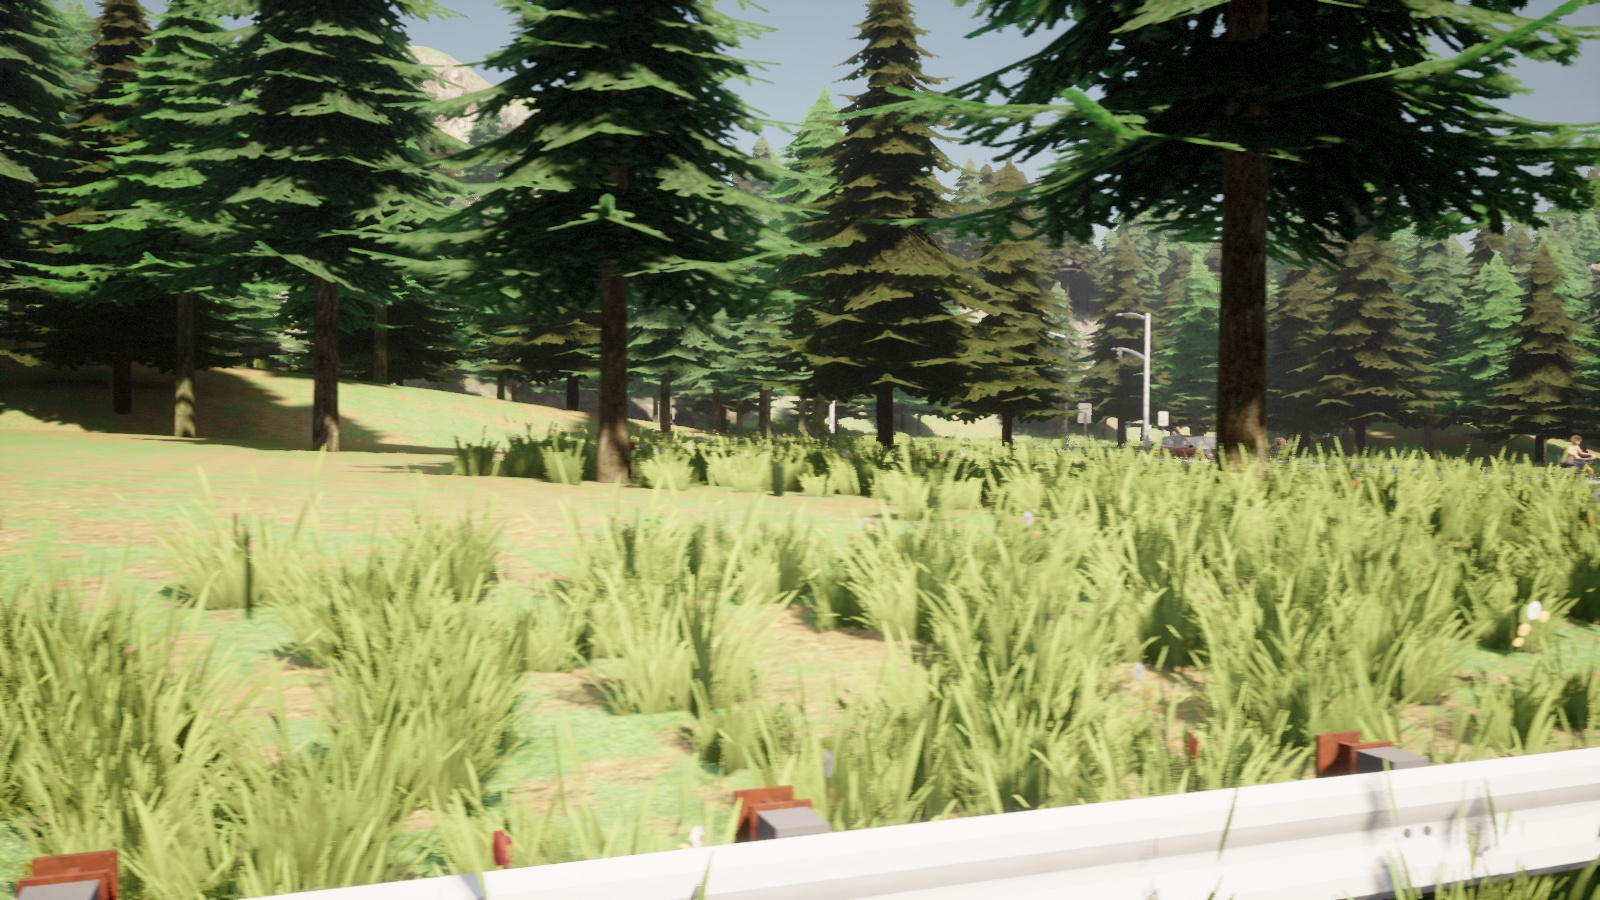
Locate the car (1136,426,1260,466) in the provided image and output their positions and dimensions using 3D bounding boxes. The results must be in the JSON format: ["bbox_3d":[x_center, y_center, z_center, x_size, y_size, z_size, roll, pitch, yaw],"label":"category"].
[{"bbox_3d":[15.590,-0.177,49.474,2.163,1.488,4.792,-1,1,-20],"label":"car"}]

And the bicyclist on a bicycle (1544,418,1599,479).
[{"bbox_3d":[21.392,-0.058,34.404,0.866,1.612,1.509,-1,1,-22],"label":"bicyclist on a bicycle"}]
